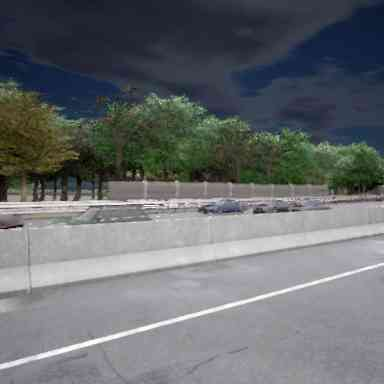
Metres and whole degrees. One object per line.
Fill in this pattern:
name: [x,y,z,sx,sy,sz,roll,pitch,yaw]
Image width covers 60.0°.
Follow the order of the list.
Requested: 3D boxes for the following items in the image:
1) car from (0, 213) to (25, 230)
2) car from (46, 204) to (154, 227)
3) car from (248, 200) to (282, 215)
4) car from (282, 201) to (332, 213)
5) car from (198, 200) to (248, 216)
car: [-11.664,1.548,17.168,5.357,1.411,2.033,0,0,-35]
car: [-3.852,1.341,14.138,4.553,1.767,2.097,0,0,-35]
car: [7.645,1.445,30.926,4.181,1.385,1.994,-1,0,-35]
car: [10.111,1.441,28.388,4.181,1.385,1.994,-1,0,-35]
car: [3.128,1.450,32.009,5.357,1.411,2.033,0,0,-35]
